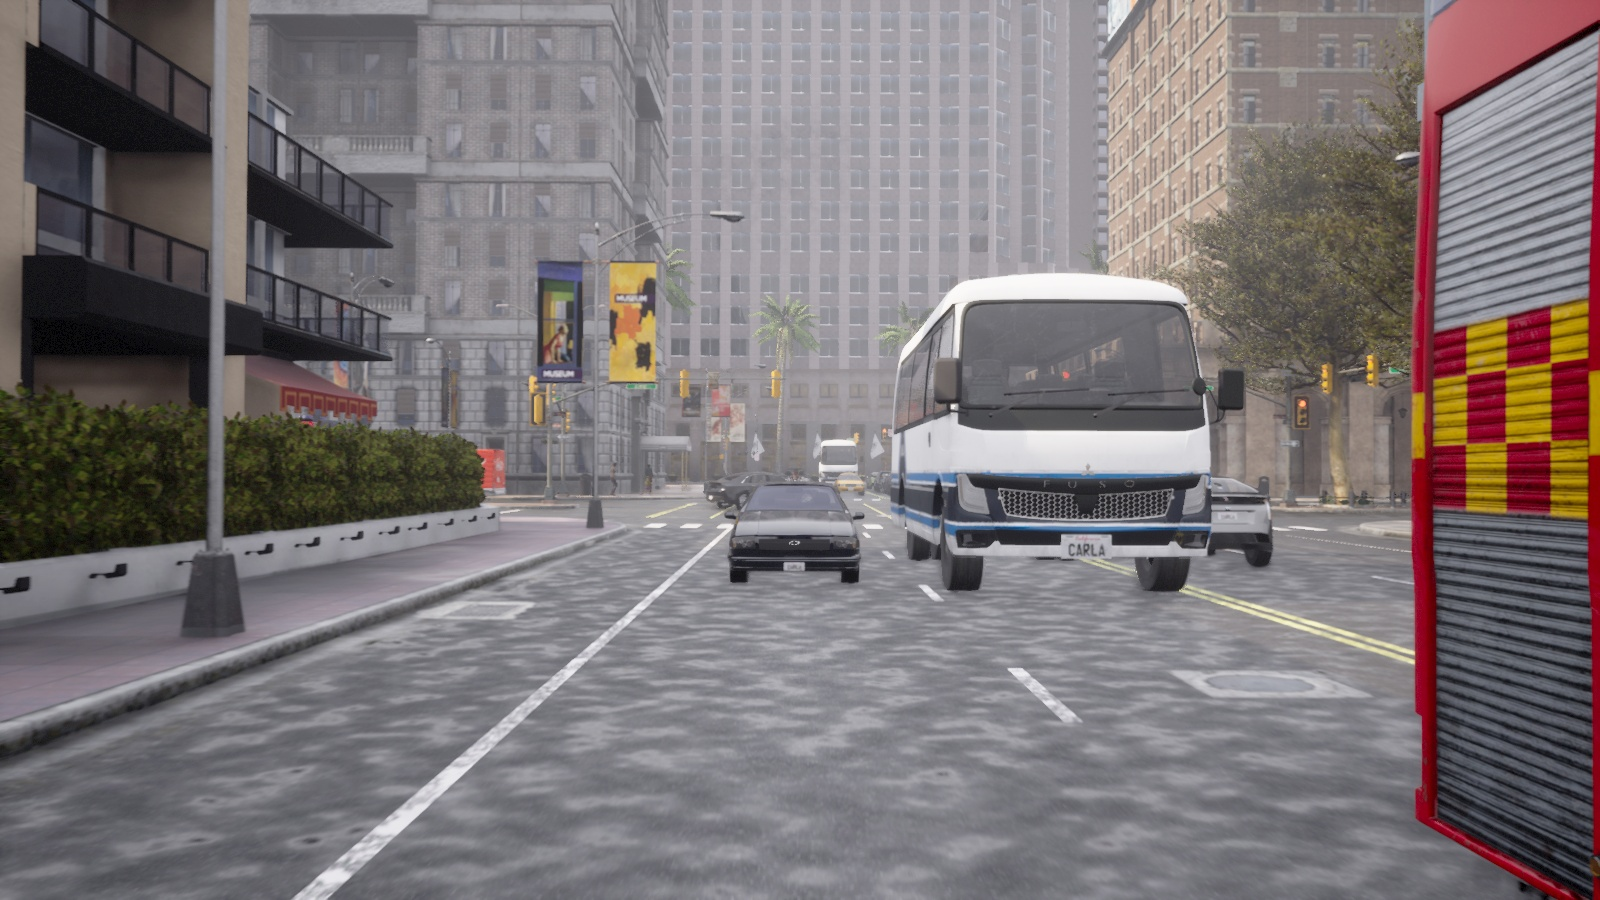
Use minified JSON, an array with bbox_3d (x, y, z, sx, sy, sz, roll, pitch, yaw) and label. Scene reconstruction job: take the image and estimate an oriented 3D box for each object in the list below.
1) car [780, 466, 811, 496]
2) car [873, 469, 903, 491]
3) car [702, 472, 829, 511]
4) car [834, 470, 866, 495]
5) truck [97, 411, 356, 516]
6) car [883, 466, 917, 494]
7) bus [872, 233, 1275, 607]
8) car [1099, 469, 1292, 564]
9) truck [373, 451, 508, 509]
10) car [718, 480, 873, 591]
[{"bbox_3d":[-0.297,1.989,81.578,1.932,1.855,4.605,0,-1,0],"label":"car"},{"bbox_3d":[6.748,2.331,97.035,2.033,1.649,4.856,0,-1,0],"label":"car"},{"bbox_3d":[-1.378,1.674,51.067,4.892,1.490,1.837,0,-1,-32],"label":"car"},{"bbox_3d":[3.202,2.098,81.608,1.801,1.575,5.366,0,-1,0],"label":"car"},{"bbox_3d":[-21.559,0.526,47.547,8.468,3.827,2.891,0,-1,0],"label":"truck"},{"bbox_3d":[6.692,2.010,84.518,1.932,1.855,4.605,0,-1,0],"label":"car"},{"bbox_3d":[3.422,-0.252,19.487,3.944,4.253,10.273,0,-1,0],"label":"bus"},{"bbox_3d":[6.917,1.108,22.509,2.007,1.525,4.514,0,-1,0],"label":"car"},{"bbox_3d":[-15.809,1.314,55.523,5.204,2.467,2.627,0,-1,0],"label":"truck"},{"bbox_3d":[-0.071,1.181,19.146,2.033,1.411,5.357,0,-1,0],"label":"car"}]
